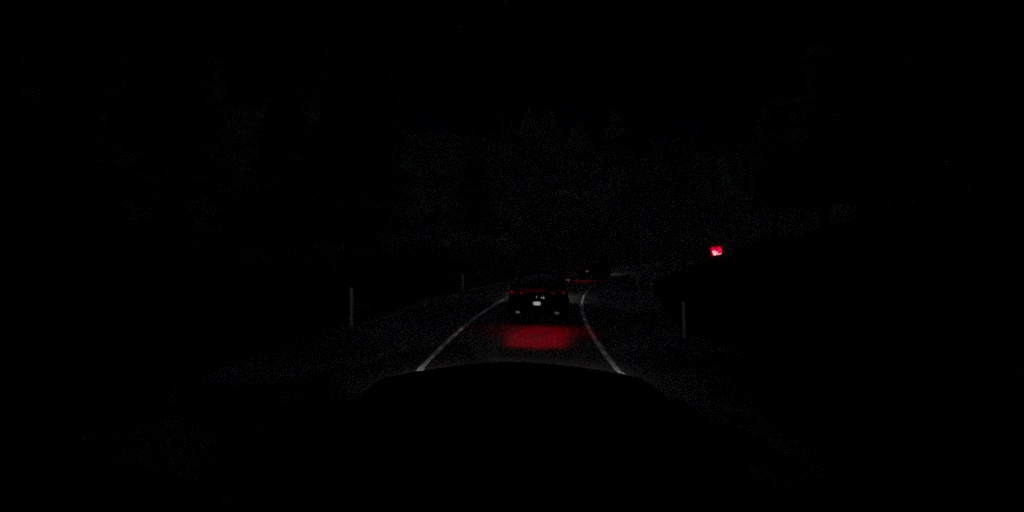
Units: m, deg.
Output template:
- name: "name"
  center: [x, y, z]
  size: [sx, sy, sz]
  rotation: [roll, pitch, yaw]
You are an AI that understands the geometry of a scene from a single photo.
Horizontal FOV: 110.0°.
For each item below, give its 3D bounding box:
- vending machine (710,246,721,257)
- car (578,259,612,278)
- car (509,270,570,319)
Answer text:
- name: "vending machine"
  center: [25.373, -0.190, 44.384]
  size: [0.880, 2.100, 1.100]
  rotation: [0, 0, -36]
- name: "car"
  center: [7.125, 0.999, 30.591]
  size: [1.882, 1.535, 5.008]
  rotation: [-1, 1, 28]
- name: "car"
  center: [1.071, 1.233, 12.995]
  size: [1.882, 1.535, 5.008]
  rotation: [0, 0, 8]
